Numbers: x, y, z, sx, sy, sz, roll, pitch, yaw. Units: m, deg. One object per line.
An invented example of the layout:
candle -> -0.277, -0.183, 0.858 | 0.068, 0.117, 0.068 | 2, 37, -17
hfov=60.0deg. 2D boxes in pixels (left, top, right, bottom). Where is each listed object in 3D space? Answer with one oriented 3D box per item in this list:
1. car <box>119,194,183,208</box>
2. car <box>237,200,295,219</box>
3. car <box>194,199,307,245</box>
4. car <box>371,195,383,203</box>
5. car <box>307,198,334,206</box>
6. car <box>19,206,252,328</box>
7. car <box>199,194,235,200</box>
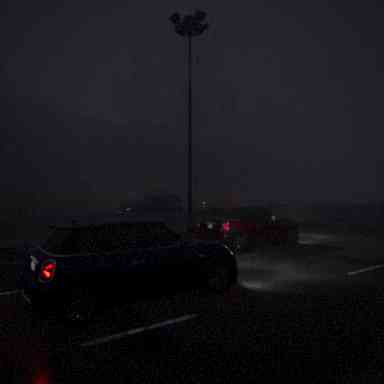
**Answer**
car -> -3.330, 1.214, 27.406 | 5.566, 2.045, 2.150 | 0, 0, -35
car -> 6.818, 1.530, 30.338 | 5.357, 1.411, 2.033 | 0, 0, -35
car -> 2.436, 1.345, 14.078 | 4.553, 1.767, 2.097 | 0, 0, -35
car -> 30.233, 1.506, 50.813 | 5.357, 1.411, 2.033 | 0, 0, -33
car -> 17.813, 1.569, 46.636 | 4.718, 1.301, 1.895 | 0, 0, -34
car -> -1.129, 1.350, 7.239 | 4.553, 1.767, 2.097 | 0, 0, -35
car -> 2.903, 1.205, 40.430 | 5.566, 2.045, 2.150 | 0, 0, -35
